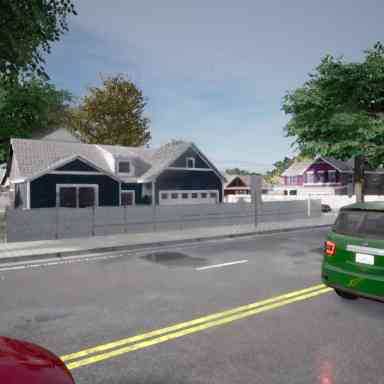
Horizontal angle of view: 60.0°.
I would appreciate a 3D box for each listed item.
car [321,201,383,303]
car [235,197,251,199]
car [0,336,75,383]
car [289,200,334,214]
[{"bbox_3d":[5.102,1.209,7.120,5.566,2.045,2.150,0,0,-35],"label":"car"},{"bbox_3d":[7.285,1.424,44.734,2.097,1.767,4.553,-1,0,-31],"label":"car"},{"bbox_3d":[-3.021,1.476,1.287,5.008,1.535,1.882,0,0,-35],"label":"car"},{"bbox_3d":[12.878,1.569,35.997,1.994,1.385,4.181,-1,0,-34],"label":"car"}]
